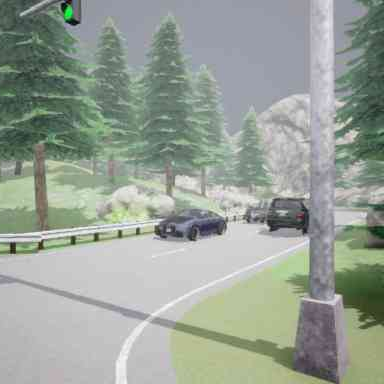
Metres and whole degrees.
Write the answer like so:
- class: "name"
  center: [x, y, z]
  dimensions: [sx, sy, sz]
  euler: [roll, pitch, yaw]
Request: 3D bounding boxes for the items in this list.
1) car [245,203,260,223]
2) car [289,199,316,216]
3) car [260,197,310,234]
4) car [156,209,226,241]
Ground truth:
- class: "car"
  center: [5.713, 1.507, 25.145]
  dimensions: [2.128, 1.511, 4.902]
  euler: [0, 0, 35]
- class: "car"
  center: [11.313, 1.520, 33.691]
  dimensions: [1.837, 1.490, 4.892]
  euler: [0, 0, 28]
- class: "car"
  center: [6.267, 1.352, 19.624]
  dimensions: [2.150, 2.045, 5.566]
  euler: [0, -1, 35]
- class: "car"
  center: [0.052, 1.579, 16.969]
  dimensions: [1.994, 1.385, 4.181]
  euler: [0, 0, 35]
